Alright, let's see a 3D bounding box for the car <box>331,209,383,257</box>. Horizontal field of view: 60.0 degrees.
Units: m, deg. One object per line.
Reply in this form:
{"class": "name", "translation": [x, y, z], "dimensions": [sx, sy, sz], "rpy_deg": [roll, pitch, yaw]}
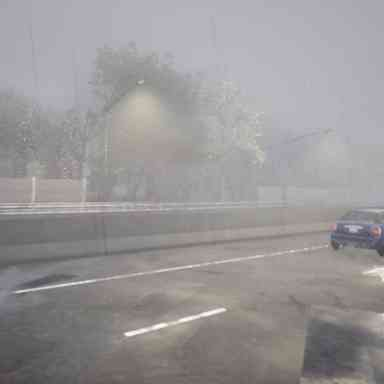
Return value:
{"class": "car", "translation": [7.791, 1.485, 13.730], "dimensions": [4.553, 1.767, 2.097], "rpy_deg": [1, -1, -35]}
